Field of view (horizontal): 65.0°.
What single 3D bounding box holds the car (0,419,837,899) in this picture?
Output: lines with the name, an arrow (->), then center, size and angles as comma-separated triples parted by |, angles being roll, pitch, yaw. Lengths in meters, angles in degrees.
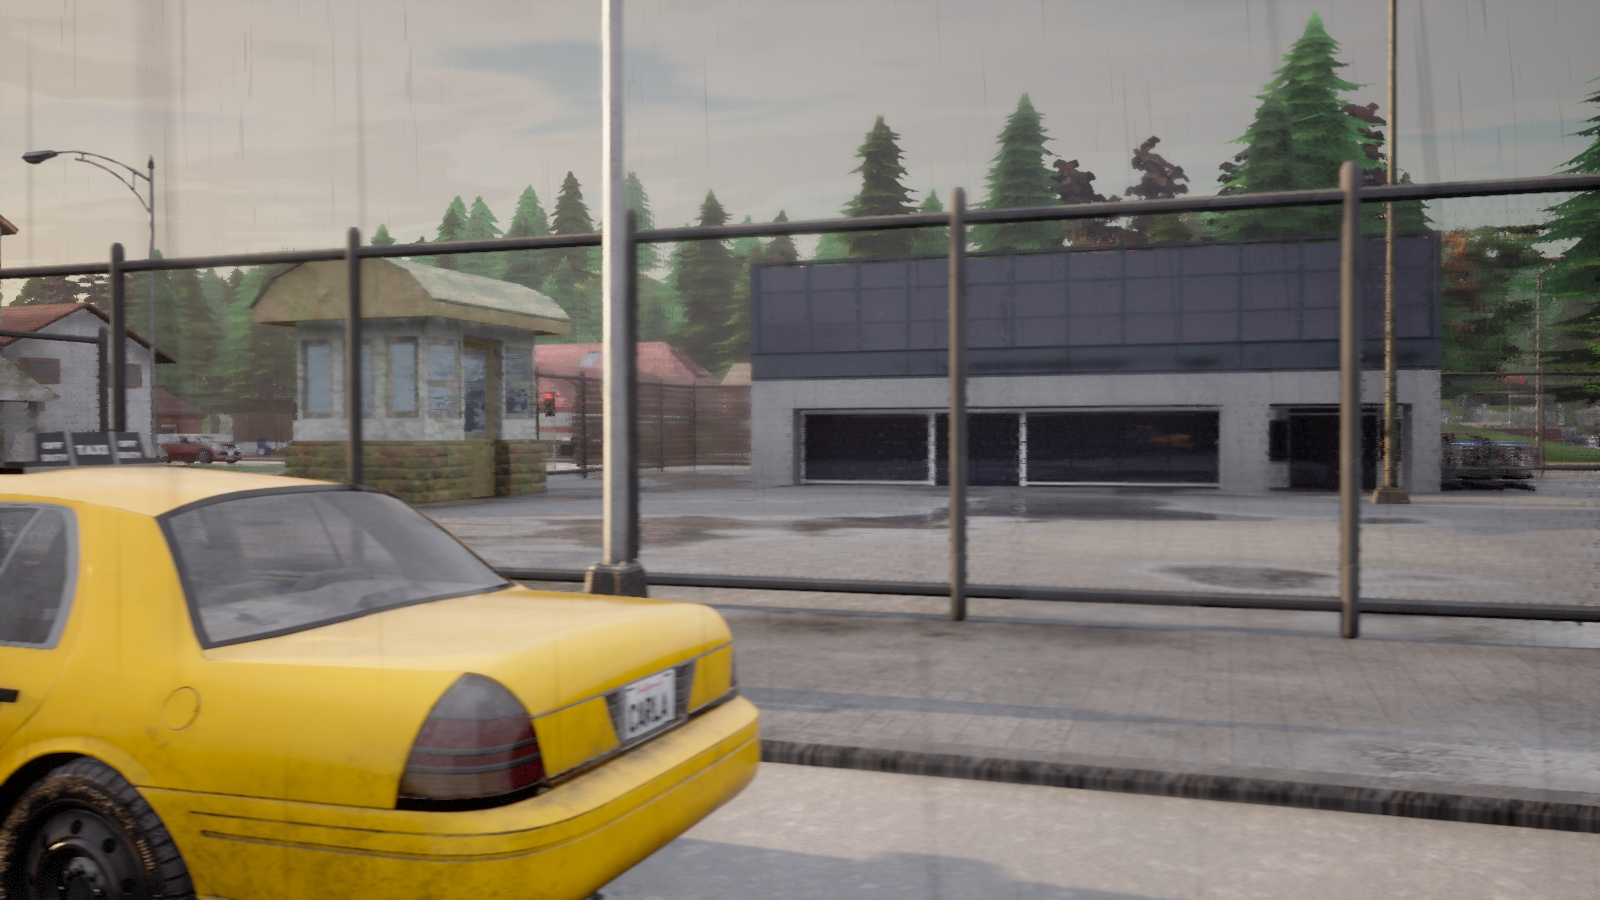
car -> -2.699, 0.682, 4.560 | 5.366, 1.575, 1.801 | 1, 1, 21

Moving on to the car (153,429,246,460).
car -> -29.348, -0.302, 61.387 | 3.806, 1.475, 1.970 | 1, 1, 18

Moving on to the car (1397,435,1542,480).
car -> 23.223, 0.227, 43.715 | 4.193, 1.474, 1.816 | 1, 1, 19
